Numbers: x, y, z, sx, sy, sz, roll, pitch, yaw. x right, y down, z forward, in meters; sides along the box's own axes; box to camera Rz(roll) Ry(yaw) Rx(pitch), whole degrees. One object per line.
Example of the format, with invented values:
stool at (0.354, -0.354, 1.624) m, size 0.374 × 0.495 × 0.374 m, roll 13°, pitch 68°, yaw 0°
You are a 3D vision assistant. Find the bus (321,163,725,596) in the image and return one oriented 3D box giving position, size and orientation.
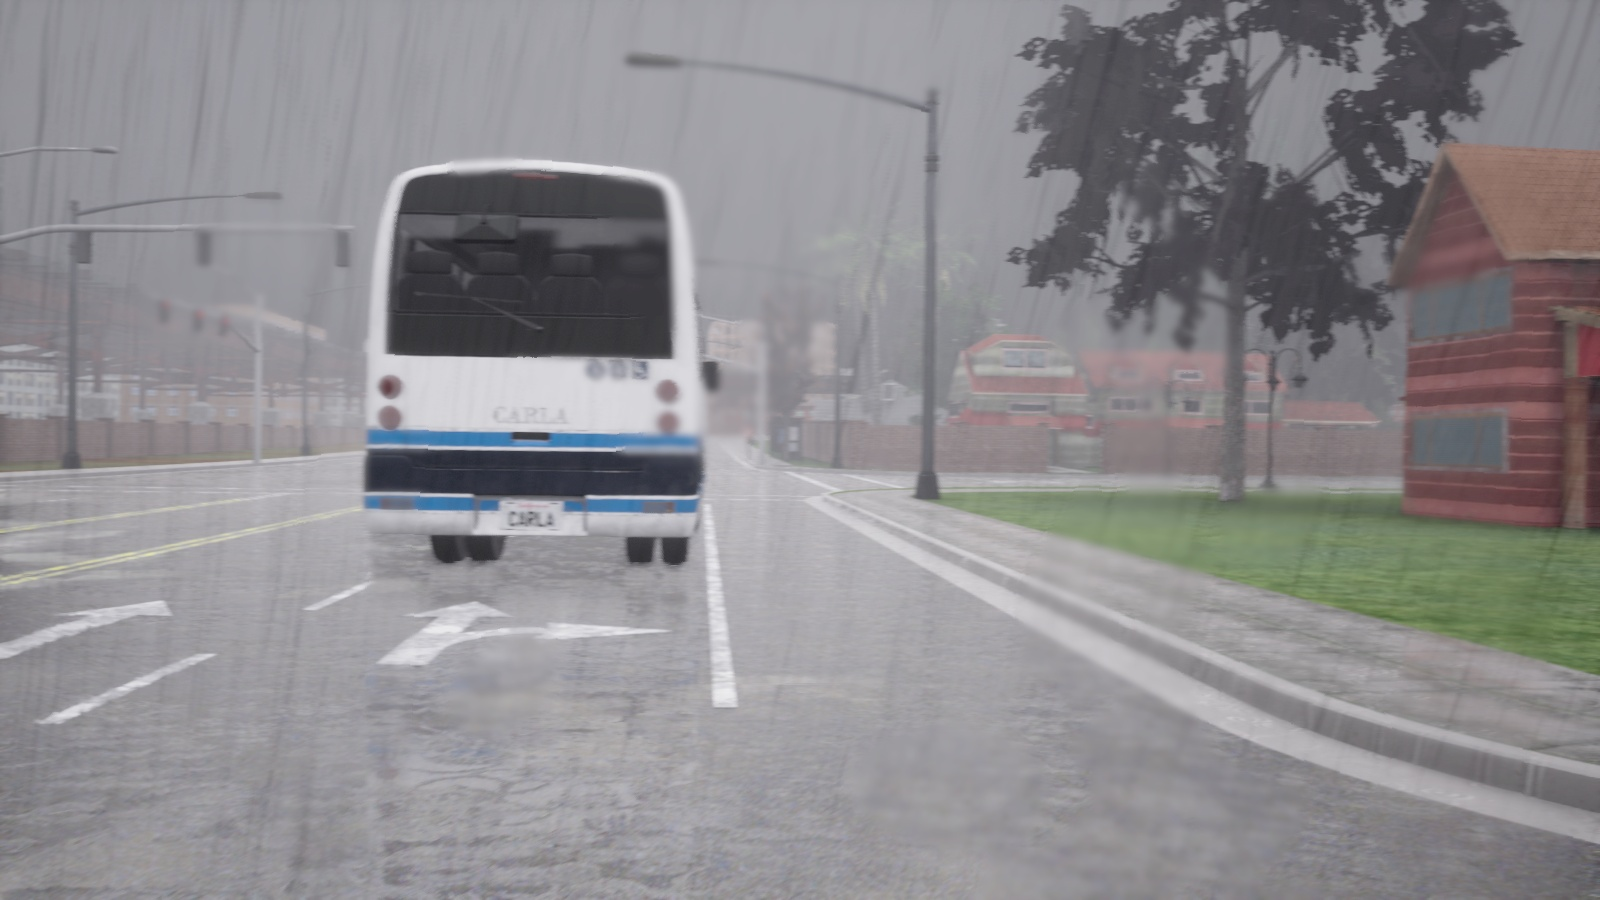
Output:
bus at (-3.109, -0.731, 17.601) m, size 3.944 × 4.253 × 10.273 m, roll 0°, pitch 0°, yaw -4°
